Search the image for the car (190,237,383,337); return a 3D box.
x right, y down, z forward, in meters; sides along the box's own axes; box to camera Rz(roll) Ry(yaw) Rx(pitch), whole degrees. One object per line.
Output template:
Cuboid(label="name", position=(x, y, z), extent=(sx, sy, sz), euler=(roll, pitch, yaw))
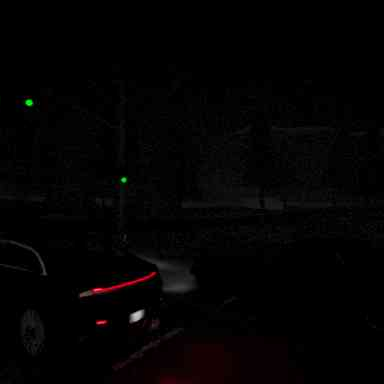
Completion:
Cuboid(label="car", position=(2.297, 1.588, 6.654), extent=(4.718, 1.301, 1.895), euler=(0, 0, 35))

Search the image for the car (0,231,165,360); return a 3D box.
Cuboid(label="car", position=(-2.717, 1.454, 5.930), extent=(4.902, 1.511, 2.128), euler=(0, 0, 35))
